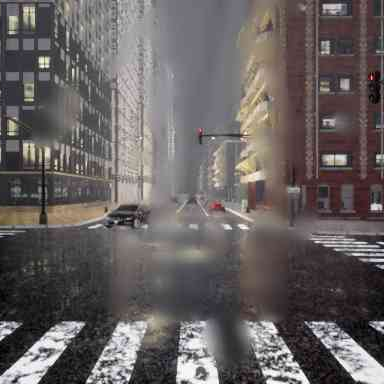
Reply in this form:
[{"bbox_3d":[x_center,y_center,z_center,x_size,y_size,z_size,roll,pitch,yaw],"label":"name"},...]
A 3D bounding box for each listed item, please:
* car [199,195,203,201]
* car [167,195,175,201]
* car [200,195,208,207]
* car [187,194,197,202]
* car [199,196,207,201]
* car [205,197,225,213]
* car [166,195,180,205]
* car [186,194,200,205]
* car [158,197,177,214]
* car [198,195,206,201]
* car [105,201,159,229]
[{"bbox_3d":[2.687,1.571,55.738,2.008,1.369,4.403,0,0,0],"label":"car"},{"bbox_3d":[-5.698,1.595,89.629,1.887,1.381,4.507,0,0,0],"label":"car"},{"bbox_3d":[2.687,1.567,50.090,2.008,1.369,4.403,0,0,0],"label":"car"},{"bbox_3d":[-0.005,1.218,69.743,2.097,1.767,4.553,0,0,0],"label":"car"},{"bbox_3d":[2.683,1.626,83.981,1.802,1.307,4.206,0,0,0],"label":"car"},{"bbox_3d":[2.739,1.591,37.172,1.802,1.307,4.206,0,0,0],"label":"car"},{"bbox_3d":[-3.058,1.529,58.316,1.837,1.490,4.892,0,-1,1],"label":"car"},{"bbox_3d":[-0.004,1.549,59.771,1.812,1.442,4.674,0,0,0],"label":"car"},{"bbox_3d":[-3.103,1.556,36.062,2.033,1.411,5.357,0,0,0],"label":"car"},{"bbox_3d":[2.683,1.491,89.630,1.967,1.590,4.097,0,0,0],"label":"car"},{"bbox_3d":[-3.882,1.491,21.353,1.837,1.490,4.892,1,-1,11],"label":"car"}]
